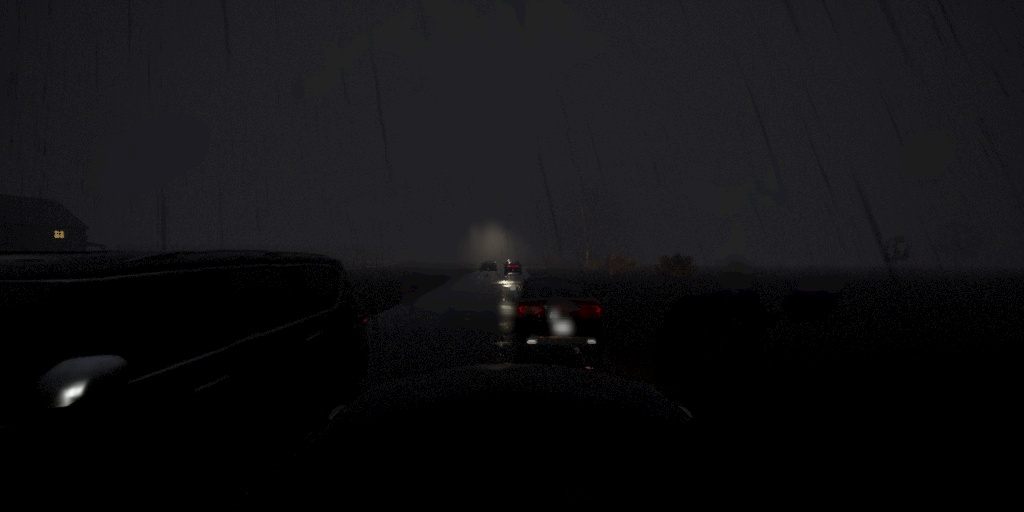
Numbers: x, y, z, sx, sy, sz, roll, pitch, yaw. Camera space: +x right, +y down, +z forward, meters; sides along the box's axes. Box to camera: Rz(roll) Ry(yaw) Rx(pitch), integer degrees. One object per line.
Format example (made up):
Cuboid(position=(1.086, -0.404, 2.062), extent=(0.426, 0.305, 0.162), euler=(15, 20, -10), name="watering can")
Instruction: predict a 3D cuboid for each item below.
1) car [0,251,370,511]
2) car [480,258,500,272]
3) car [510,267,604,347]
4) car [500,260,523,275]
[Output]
Cuboid(position=(-2.846, 0.971, 2.276), extent=(2.150, 2.045, 5.566), euler=(0, 0, 0), name="car")
Cuboid(position=(-2.833, 1.305, 44.220), extent=(1.994, 1.385, 4.181), euler=(0, 0, 0), name="car")
Cuboid(position=(0.969, 1.226, 9.330), extent=(1.882, 1.535, 5.008), euler=(0, 0, 0), name="car")
Cuboid(position=(0.101, 1.234, 38.691), extent=(2.128, 1.511, 4.902), euler=(0, 0, 0), name="car")
